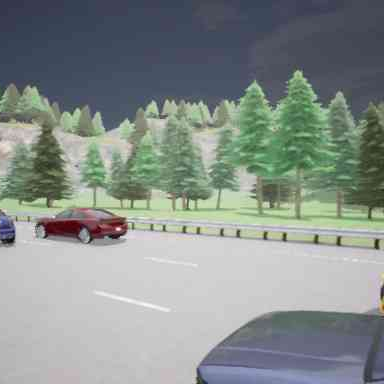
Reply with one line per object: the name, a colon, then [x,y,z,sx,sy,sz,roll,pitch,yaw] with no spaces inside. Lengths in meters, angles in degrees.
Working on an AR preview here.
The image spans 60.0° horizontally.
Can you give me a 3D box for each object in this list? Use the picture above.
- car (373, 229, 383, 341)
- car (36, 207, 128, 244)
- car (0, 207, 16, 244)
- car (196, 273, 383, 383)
car: [5.359,1.466,4.406,5.008,1.535,1.882,0,0,36]
car: [-5.296,1.461,15.695,5.008,1.535,1.882,0,0,32]
car: [-9.678,1.342,14.262,4.553,1.767,2.097,0,0,31]
car: [2.565,1.542,2.115,5.357,1.411,2.033,0,0,35]
